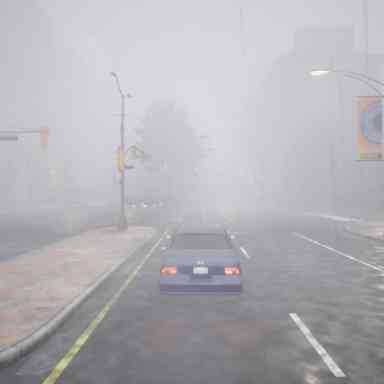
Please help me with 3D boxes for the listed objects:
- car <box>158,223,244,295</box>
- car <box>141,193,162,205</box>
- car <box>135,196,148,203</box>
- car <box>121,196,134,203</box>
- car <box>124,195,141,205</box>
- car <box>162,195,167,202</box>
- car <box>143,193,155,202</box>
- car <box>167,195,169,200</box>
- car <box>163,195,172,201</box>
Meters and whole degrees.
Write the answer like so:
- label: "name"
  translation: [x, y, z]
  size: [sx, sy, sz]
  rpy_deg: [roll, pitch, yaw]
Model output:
- label: "car"
  translation: [0.225, 1.547, 8.856]
  size: [2.033, 1.411, 5.357]
  rpy_deg: [0, 0, 1]
- label: "car"
  translation: [-7.035, 1.350, 57.907]
  size: [2.097, 1.767, 4.553]
  rpy_deg: [0, 0, 1]
- label: "car"
  translation: [-10.278, 1.503, 67.958]
  size: [1.837, 1.490, 4.892]
  rpy_deg: [0, 0, 1]
- label: "car"
  translation: [-13.488, 1.593, 69.746]
  size: [1.895, 1.301, 4.718]
  rpy_deg: [0, 0, 1]
- label: "car"
  translation: [-10.535, 1.350, 57.783]
  size: [2.097, 1.767, 4.553]
  rpy_deg: [0, 0, 1]
- label: "car"
  translation: [-6.822, 1.350, 66.678]
  size: [2.097, 1.767, 4.553]
  rpy_deg: [0, 0, 1]
- label: "car"
  translation: [-10.076, 1.223, 78.643]
  size: [2.150, 2.045, 5.566]
  rpy_deg: [0, 0, 1]
- label: "car"
  translation: [-6.615, 1.523, 76.452]
  size: [2.128, 1.511, 4.902]
  rpy_deg: [0, 0, 1]
- label: "car"
  translation: [-6.431, 1.475, 86.546]
  size: [1.882, 1.535, 5.008]
  rpy_deg: [0, 0, 1]
